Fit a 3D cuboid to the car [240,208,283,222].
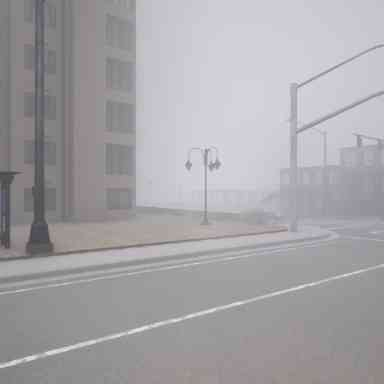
[{"bbox_3d":[6.576,2.316,32.601,2.128,1.511,4.902,0,-8,-36],"label":"car"}]
